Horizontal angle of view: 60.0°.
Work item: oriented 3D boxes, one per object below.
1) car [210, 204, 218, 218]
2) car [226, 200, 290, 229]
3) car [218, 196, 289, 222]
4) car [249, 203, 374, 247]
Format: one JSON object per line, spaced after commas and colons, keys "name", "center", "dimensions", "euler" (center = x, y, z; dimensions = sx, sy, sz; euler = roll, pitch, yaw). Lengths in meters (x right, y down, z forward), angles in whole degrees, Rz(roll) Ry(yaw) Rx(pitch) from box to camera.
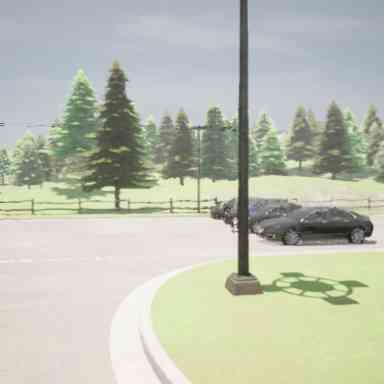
{"name": "car", "center": [3.649, 1.127, 24.473], "dimensions": [4.553, 1.767, 2.097], "euler": [0, 1, -10]}
{"name": "car", "center": [4.544, 1.345, 17.525], "dimensions": [4.892, 1.490, 1.837], "euler": [0, 1, -10]}
{"name": "car", "center": [4.265, 1.160, 21.028], "dimensions": [4.553, 1.767, 2.097], "euler": [0, 1, -10]}
{"name": "car", "center": [5.167, 1.377, 14.080], "dimensions": [4.892, 1.490, 1.837], "euler": [0, 1, -10]}
